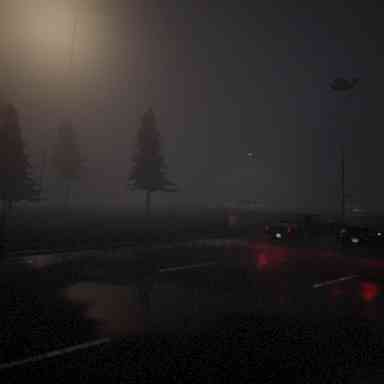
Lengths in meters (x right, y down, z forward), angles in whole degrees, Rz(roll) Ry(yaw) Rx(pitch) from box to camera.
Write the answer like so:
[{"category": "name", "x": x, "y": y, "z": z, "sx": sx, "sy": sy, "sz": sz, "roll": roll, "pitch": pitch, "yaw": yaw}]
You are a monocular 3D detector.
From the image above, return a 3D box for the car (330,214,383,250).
[{"category": "car", "x": 8.046, "y": 1.661, "z": 13.907, "sx": 4.674, "sy": 1.442, "sz": 1.812, "roll": 0, "pitch": 0, "yaw": -35}]

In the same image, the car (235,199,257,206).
[{"category": "car", "x": 10.878, "y": 2.044, "z": 66.840, "sx": 1.895, "sy": 1.301, "sz": 4.718, "roll": 1, "pitch": 0, "yaw": -35}]

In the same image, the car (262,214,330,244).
[{"category": "car", "x": 5.788, "y": 1.733, "z": 16.599, "sx": 4.718, "sy": 1.301, "sz": 1.895, "roll": 1, "pitch": 0, "yaw": -35}]
